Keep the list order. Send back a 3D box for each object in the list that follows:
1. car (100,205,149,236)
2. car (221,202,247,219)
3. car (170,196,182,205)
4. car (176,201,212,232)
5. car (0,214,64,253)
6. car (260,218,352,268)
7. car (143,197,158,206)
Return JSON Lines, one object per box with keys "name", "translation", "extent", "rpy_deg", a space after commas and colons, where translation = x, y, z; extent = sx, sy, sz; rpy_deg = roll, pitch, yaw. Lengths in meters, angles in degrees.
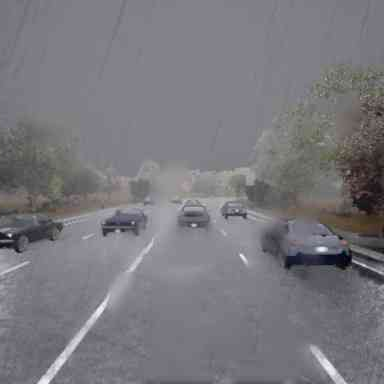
{"name": "car", "translation": [-3.597, 1.602, 18.397], "extent": [1.895, 1.301, 4.718], "rpy_deg": [0, 0, 0]}
{"name": "car", "translation": [3.606, 1.549, 29.195], "extent": [2.033, 1.411, 5.357], "rpy_deg": [0, 0, 0]}
{"name": "car", "translation": [-2.896, 1.480, 61.240], "extent": [1.882, 1.535, 5.008], "rpy_deg": [0, 0, 4]}
{"name": "car", "translation": [0.105, 1.506, 19.962], "extent": [1.837, 1.490, 4.892], "rpy_deg": [0, 0, 0]}
{"name": "car", "translation": [-7.098, 1.602, 13.787], "extent": [1.895, 1.301, 4.718], "rpy_deg": [0, 0, 0]}
{"name": "car", "translation": [3.602, 1.565, 11.246], "extent": [1.994, 1.385, 4.181], "rpy_deg": [0, 0, 0]}
{"name": "car", "translation": [-6.760, 1.480, 54.243], "extent": [1.882, 1.535, 5.008], "rpy_deg": [0, 0, 2]}
